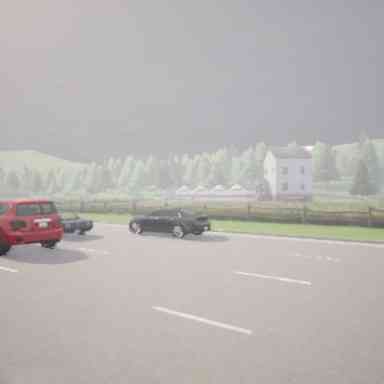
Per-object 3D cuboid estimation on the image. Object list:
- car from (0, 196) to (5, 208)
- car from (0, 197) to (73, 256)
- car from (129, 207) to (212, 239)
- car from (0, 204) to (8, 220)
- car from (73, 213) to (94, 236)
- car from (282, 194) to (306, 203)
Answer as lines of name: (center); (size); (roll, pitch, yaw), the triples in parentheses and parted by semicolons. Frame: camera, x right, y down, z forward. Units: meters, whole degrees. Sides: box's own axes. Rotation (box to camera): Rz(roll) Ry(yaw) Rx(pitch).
car: (-30.193, 1.519, 49.263); (1.905, 1.878, 3.866); (0, 0, 35)
car: (-7.635, 1.303, 13.737); (5.566, 2.045, 2.150); (0, 0, 36)
car: (-1.282, 1.570, 17.804); (4.892, 1.490, 1.837); (0, 0, 36)
car: (-18.965, 1.791, 30.417); (4.718, 1.301, 1.895); (0, 0, 36)
car: (-7.546, 1.696, 17.973); (4.718, 1.301, 1.895); (0, 0, 36)
car: (20.926, 1.340, 68.332); (4.605, 1.855, 1.932); (0, 0, 35)
